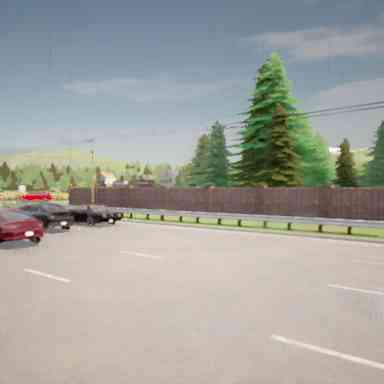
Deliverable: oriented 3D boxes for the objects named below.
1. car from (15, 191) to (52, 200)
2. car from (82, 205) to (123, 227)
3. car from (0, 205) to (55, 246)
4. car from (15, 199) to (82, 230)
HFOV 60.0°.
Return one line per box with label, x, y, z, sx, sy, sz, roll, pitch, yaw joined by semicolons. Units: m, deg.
car;-26.484;0.831;55.804;5.566;2.045;2.150;0;0;-25
car;-6.777;1.470;21.731;4.718;1.301;1.895;1;0;36
car;-8.093;1.420;14.071;4.674;1.442;1.812;1;0;36
car;-8.670;1.376;18.780;4.892;1.490;1.837;1;0;36
